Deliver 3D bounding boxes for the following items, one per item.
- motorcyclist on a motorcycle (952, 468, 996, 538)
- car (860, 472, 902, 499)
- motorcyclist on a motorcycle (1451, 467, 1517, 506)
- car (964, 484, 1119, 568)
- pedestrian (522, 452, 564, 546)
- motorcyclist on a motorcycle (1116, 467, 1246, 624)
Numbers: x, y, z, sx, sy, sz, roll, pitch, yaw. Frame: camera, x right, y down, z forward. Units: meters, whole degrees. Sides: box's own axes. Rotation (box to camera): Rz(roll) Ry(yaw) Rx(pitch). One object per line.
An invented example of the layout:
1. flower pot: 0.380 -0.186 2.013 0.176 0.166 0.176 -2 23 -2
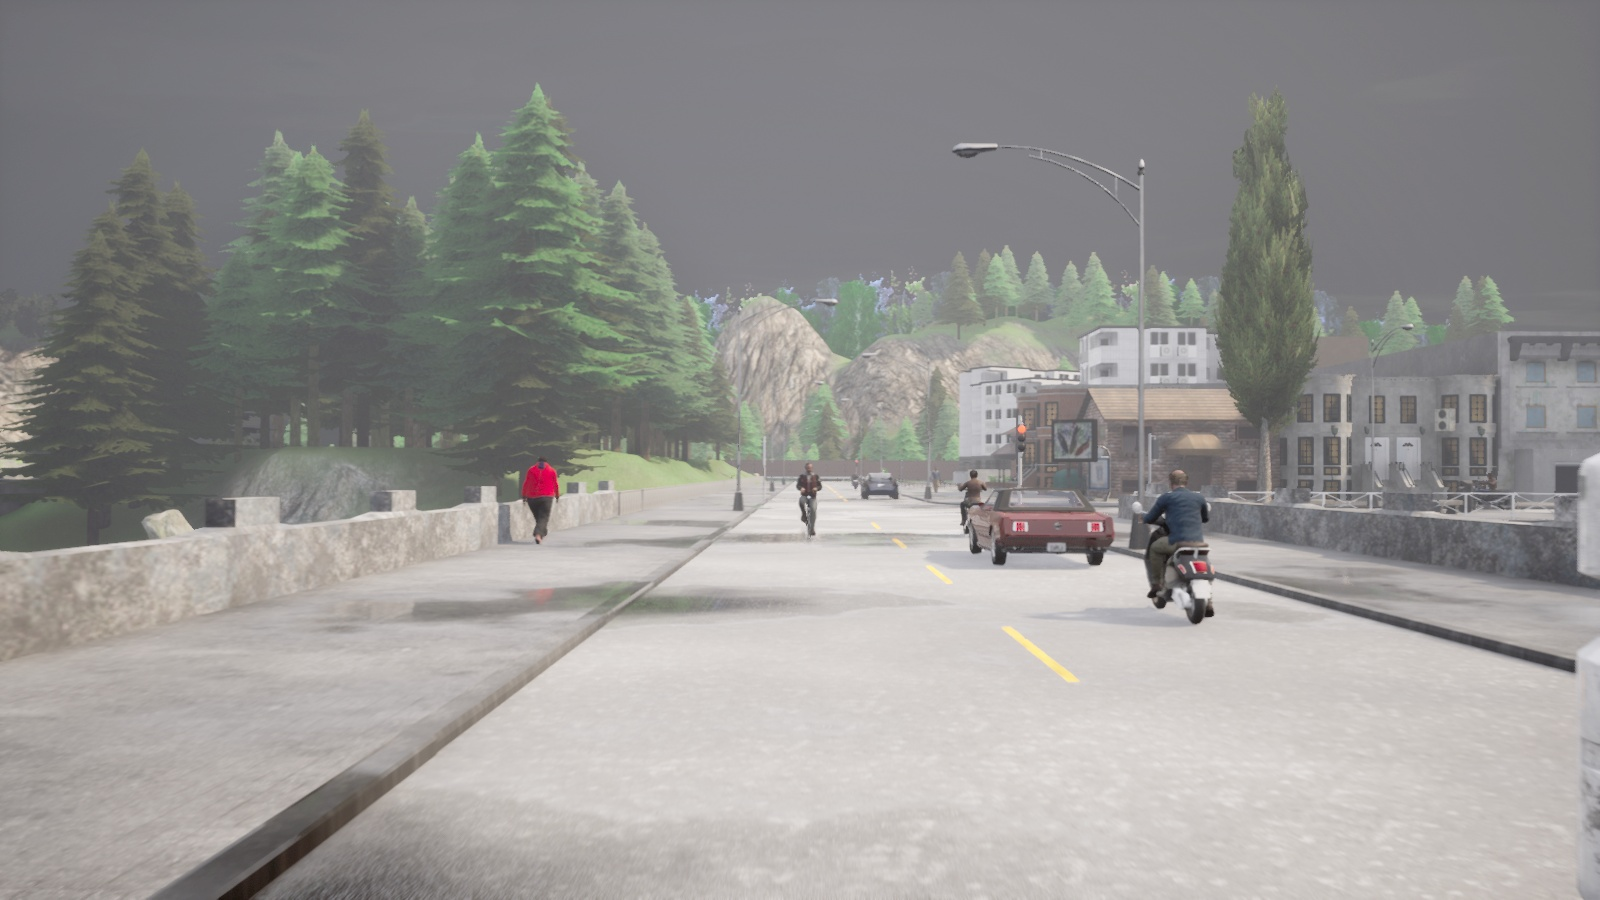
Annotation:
1. motorcyclist on a motorcycle: 4.236 1.265 30.707 0.766 1.649 2.350 0 -1 0
2. car: 4.551 1.998 71.398 2.163 1.488 4.792 0 -1 1
3. motorcyclist on a motorcycle: 29.318 1.560 53.851 2.350 1.649 0.766 0 -1 0
4. car: 4.171 1.278 22.489 1.895 1.301 4.718 0 -1 0
5. pedestrian: -5.118 0.966 25.070 0.634 1.844 0.899 0 -1 1
6. motorcyclist on a motorcycle: 4.100 0.982 13.666 0.866 1.590 1.817 0 0 0
